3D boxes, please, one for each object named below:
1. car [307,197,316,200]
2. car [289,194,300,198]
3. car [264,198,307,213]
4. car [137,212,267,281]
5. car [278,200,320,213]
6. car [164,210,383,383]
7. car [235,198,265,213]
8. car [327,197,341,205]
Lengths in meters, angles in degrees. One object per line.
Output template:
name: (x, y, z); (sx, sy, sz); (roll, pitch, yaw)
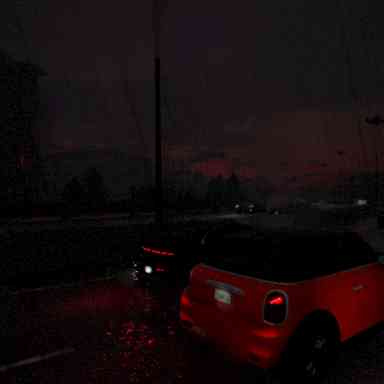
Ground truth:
car: (25.938, 1.827, 72.469); (1.994, 1.385, 4.181); (0, 0, 15)
car: (22.543, 1.528, 73.333); (2.150, 2.045, 5.566); (0, 0, 15)
car: (9.684, 1.657, 34.048); (2.033, 1.411, 5.357); (0, 0, 36)
car: (0.858, 1.526, 9.156); (4.892, 1.490, 1.837); (0, 0, -39)
car: (9.252, 1.642, 27.838); (1.994, 1.385, 4.181); (0, 0, 39)
car: (2.055, 1.363, 5.630); (4.553, 1.767, 2.097); (0, 0, -39)
car: (6.450, 1.480, 35.663); (2.097, 1.767, 4.553); (0, 0, 36)
car: (27.389, 1.702, 64.234); (1.882, 1.535, 5.008); (0, 0, 15)
